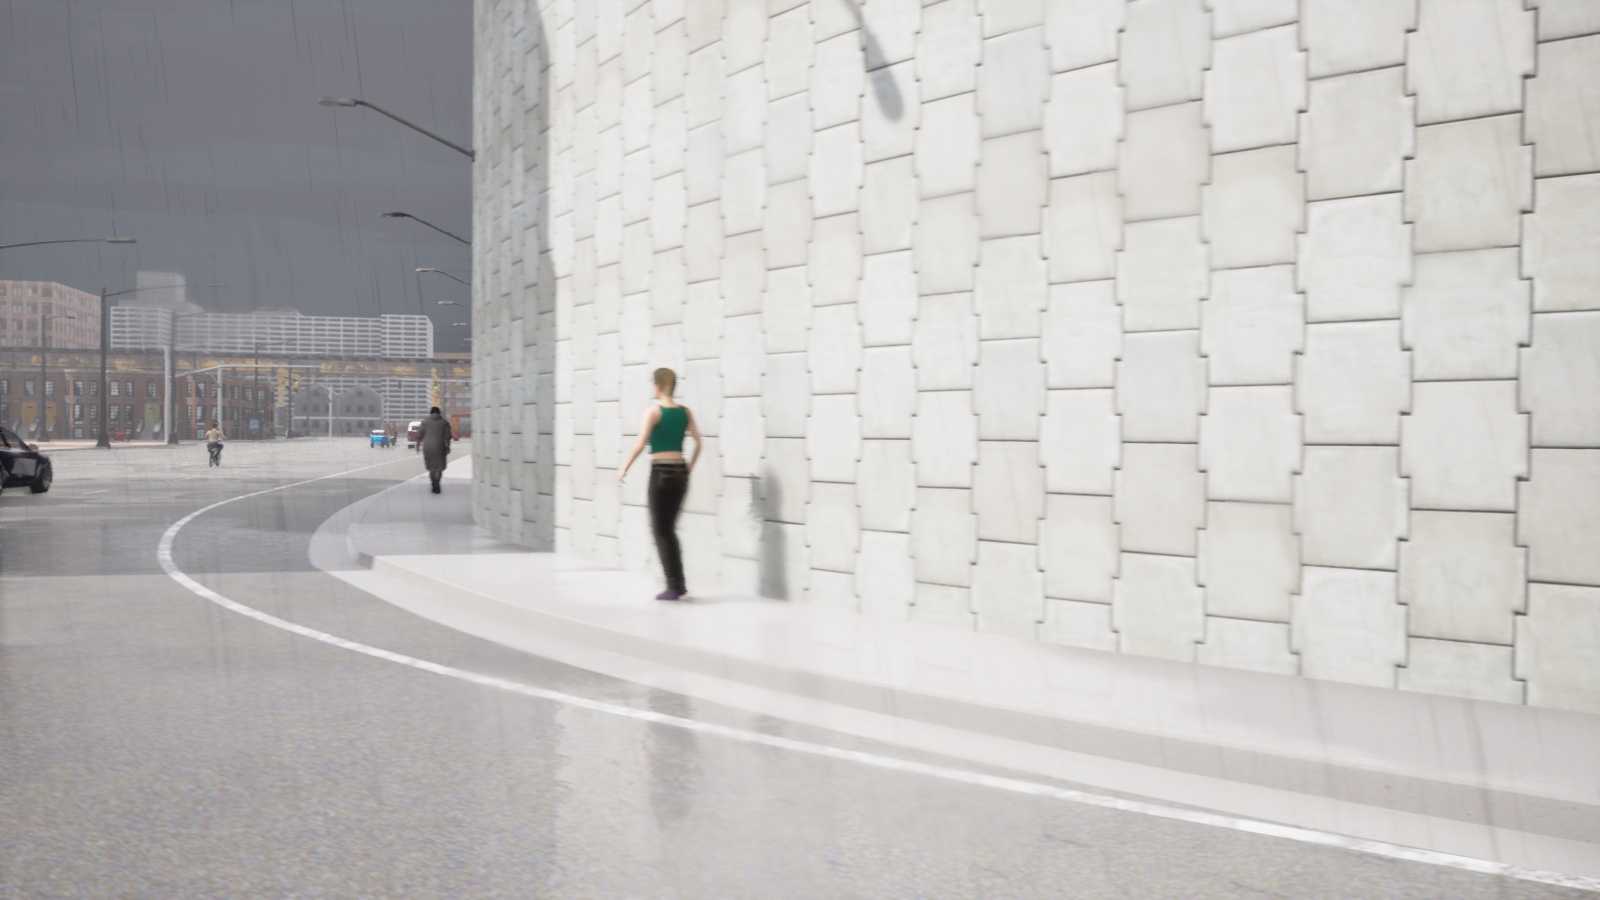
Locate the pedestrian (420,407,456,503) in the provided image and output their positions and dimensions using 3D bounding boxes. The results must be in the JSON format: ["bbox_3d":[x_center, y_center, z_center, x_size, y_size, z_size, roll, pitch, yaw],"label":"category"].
[{"bbox_3d":[-7.509,0.087,26.090,0.659,1.952,0.873,-1,1,-13],"label":"pedestrian"}]

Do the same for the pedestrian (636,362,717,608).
[{"bbox_3d":[-0.958,0.257,9.717,0.345,1.836,0.594,-1,1,-36],"label":"pedestrian"}]

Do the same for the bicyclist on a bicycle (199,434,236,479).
[{"bbox_3d":[-21.291,0.217,45.928,0.866,1.612,1.509,-1,1,-12],"label":"bicyclist on a bicycle"}]

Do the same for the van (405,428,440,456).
[{"bbox_3d":[-27.932,-0.601,93.027,2.069,2.038,4.480,-1,1,-12],"label":"van"}]

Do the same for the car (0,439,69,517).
[{"bbox_3d":[-16.882,0.527,25.656,2.163,1.488,4.792,-1,1,-15],"label":"car"}]
